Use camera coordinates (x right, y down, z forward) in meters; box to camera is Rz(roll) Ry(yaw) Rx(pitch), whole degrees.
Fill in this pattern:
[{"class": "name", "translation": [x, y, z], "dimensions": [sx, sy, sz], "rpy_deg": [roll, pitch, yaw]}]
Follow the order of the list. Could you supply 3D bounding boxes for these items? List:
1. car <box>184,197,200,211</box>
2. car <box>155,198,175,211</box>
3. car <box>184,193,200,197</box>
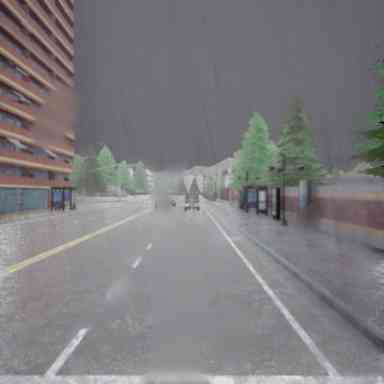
[{"class": "car", "translation": [0.003, 1.607, 40.874], "dimensions": [1.895, 1.301, 4.718], "rpy_deg": [0, 0, 0]}, {"class": "car", "translation": [-3.497, 1.511, 41.429], "dimensions": [1.837, 1.490, 4.892], "rpy_deg": [0, 0, 0]}, {"class": "car", "translation": [0.004, 1.229, 50.536], "dimensions": [2.150, 2.045, 5.566], "rpy_deg": [0, 0, 0]}]
